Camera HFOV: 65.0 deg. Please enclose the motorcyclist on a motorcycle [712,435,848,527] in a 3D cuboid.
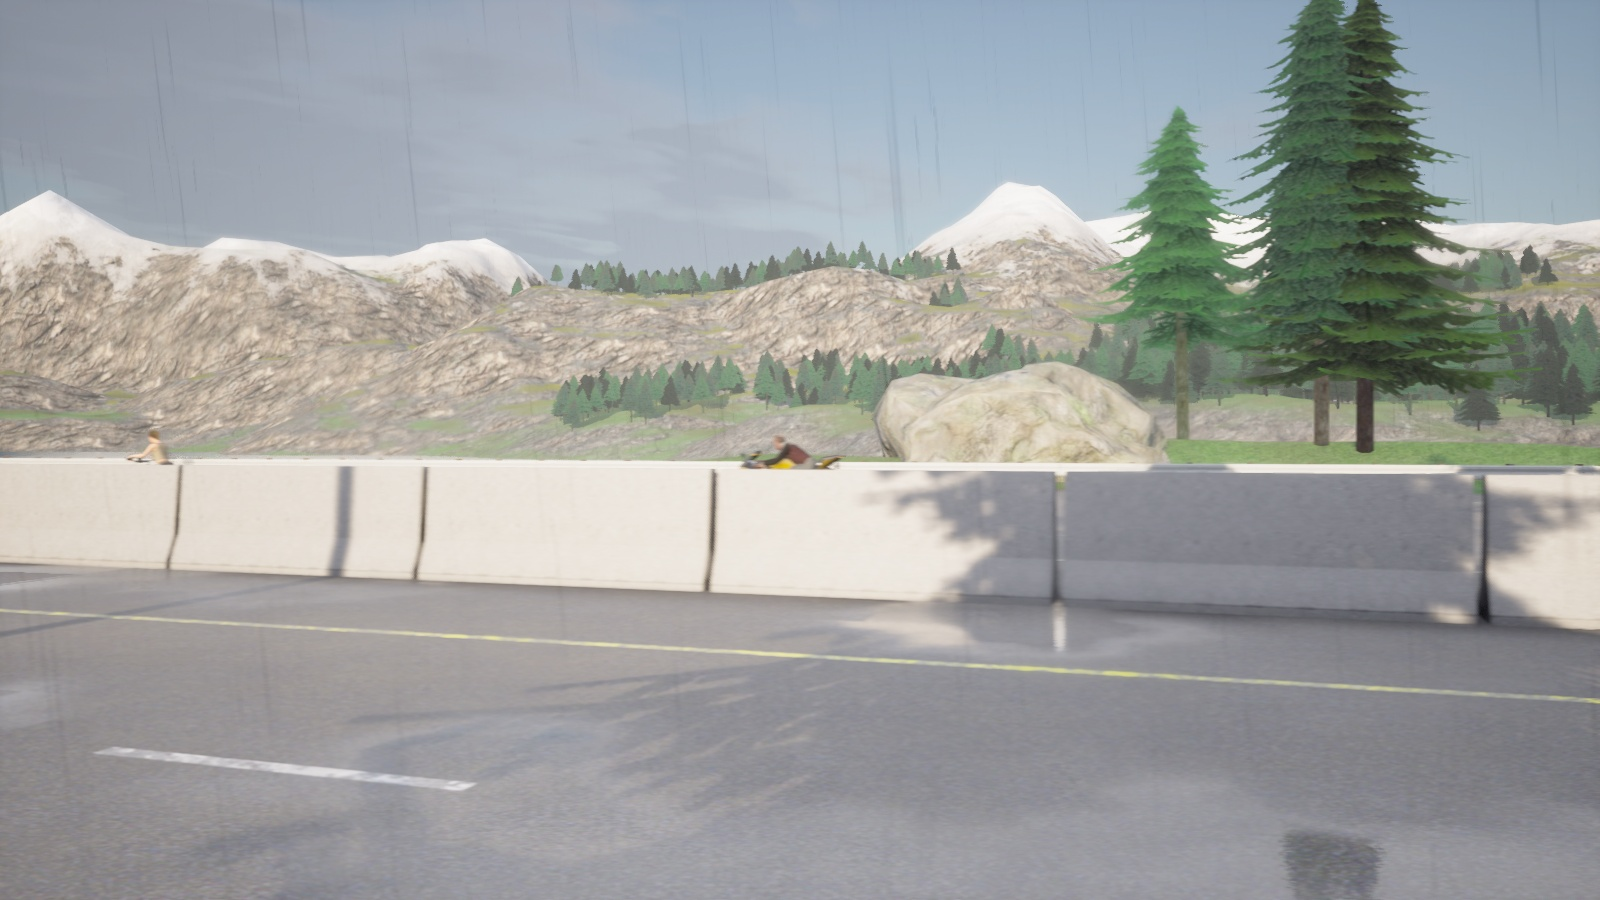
[{"bbox_3d":[-0.346,0.512,21.773,2.191,1.530,0.866,1,1,19],"label":"motorcyclist on a motorcycle"}]
